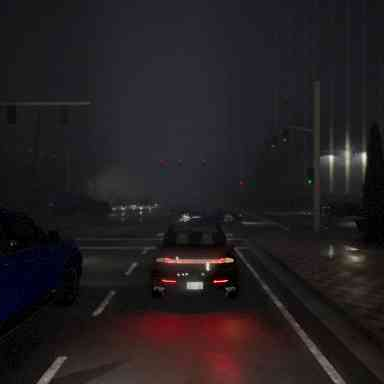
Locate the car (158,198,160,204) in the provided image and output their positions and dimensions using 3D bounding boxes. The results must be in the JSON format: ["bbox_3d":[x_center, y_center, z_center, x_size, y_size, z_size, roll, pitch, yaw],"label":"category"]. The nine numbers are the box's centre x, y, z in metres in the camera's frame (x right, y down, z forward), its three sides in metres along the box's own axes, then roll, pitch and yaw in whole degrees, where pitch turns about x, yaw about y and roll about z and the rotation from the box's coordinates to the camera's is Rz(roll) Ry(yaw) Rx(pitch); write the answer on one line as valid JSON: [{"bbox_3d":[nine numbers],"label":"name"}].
[{"bbox_3d":[-7.164,1.564,62.908,1.994,1.385,4.181,0,0,0],"label":"car"}]

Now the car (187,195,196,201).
[{"bbox_3d":[-0.128,1.429,75.523,1.837,1.490,4.892,0,0,0],"label":"car"}]

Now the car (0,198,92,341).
[{"bbox_3d":[-3.450,1.221,4.845,2.150,2.045,5.566,0,0,1],"label":"car"}]

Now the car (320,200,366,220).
[{"bbox_3d":[13.335,1.491,27.681,4.902,1.511,2.128,0,0,-1],"label":"car"}]

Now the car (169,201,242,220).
[{"bbox_3d":[0.866,1.547,24.033,5.357,1.411,2.033,0,0,-1],"label":"car"}]

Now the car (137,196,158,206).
[{"bbox_3d":[-7.178,1.505,53.999,1.837,1.490,4.892,0,0,0],"label":"car"}]

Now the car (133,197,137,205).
[{"bbox_3d":[-10.670,1.601,59.340,1.895,1.301,4.718,0,0,0],"label":"car"}]

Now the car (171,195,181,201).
[{"bbox_3d":[-3.629,1.339,76.057,1.812,1.442,4.674,0,0,0],"label":"car"}]

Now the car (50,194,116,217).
[{"bbox_3d":[-10.195,1.222,30.242,5.566,2.045,2.150,0,1,-32],"label":"car"}]

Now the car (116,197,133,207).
[{"bbox_3d":[-10.683,1.526,50.231,1.812,1.442,4.674,0,0,0],"label":"car"}]

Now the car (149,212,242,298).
[{"bbox_3d":[0.079,1.492,8.477,2.128,1.511,4.902,0,0,1],"label":"car"}]

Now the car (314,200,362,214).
[{"bbox_3d":[15.234,1.564,34.904,4.181,1.385,1.994,0,0,-1],"label":"car"}]

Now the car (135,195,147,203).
[{"bbox_3d":[-10.618,1.477,69.782,1.882,1.535,5.008,0,0,0],"label":"car"}]
